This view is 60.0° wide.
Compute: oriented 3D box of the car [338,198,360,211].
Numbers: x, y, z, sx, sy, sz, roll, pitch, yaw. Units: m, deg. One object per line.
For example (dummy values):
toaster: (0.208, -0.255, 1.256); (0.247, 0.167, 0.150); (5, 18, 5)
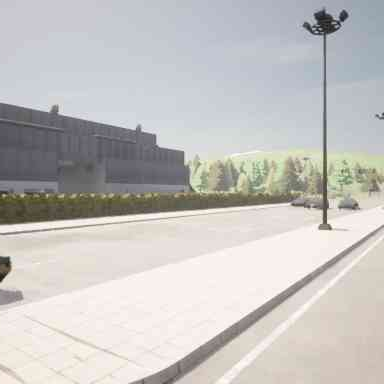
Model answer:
car: (19.553, 1.526, 41.439); (1.812, 1.442, 4.674); (0, 0, 36)

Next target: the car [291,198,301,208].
car: (16.148, 1.547, 48.717); (2.033, 1.411, 5.357); (0, 0, 36)

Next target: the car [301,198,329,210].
car: (16.130, 1.491, 42.670); (2.128, 1.511, 4.902); (0, 0, 36)

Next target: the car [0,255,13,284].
car: (-6.022, 1.601, 5.919); (1.895, 1.301, 4.718); (0, 0, 36)
